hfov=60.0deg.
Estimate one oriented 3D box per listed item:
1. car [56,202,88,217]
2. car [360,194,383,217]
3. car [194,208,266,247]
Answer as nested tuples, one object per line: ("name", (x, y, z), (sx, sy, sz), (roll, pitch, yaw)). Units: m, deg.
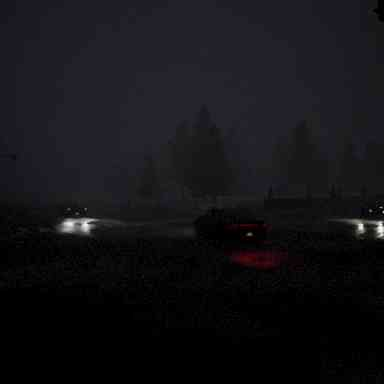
("car", (-11.225, 1.585, 30.951), (1.895, 1.301, 4.718), (0, 0, -33))
("car", (16.950, 1.161, 28.964), (5.566, 2.045, 2.150), (0, 0, -35))
("car", (1.531, 1.460, 15.075), (1.882, 1.535, 5.008), (0, 0, -16))
